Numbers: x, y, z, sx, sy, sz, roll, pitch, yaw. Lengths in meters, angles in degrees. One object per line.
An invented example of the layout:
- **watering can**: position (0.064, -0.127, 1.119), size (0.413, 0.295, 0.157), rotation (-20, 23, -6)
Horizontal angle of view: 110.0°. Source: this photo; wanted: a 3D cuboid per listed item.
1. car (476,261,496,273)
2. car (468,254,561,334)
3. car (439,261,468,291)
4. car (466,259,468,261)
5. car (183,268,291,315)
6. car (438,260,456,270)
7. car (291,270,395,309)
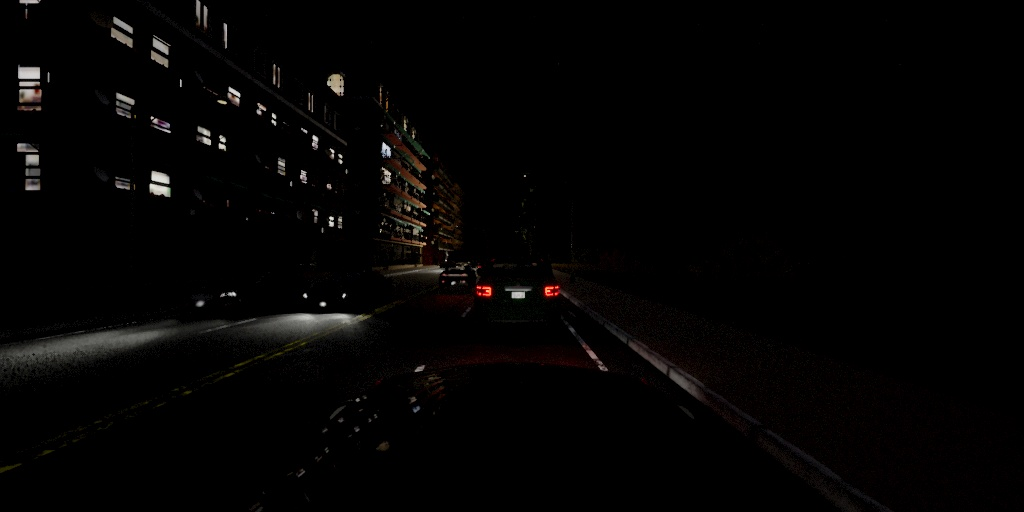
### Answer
- **car**: position (-3.139, 1.300, 44.177), size (2.033, 1.411, 5.357), rotation (0, 0, 0)
- **car**: position (0.103, 0.973, 10.755), size (2.150, 2.045, 5.566), rotation (0, 0, -1)
- **car**: position (-3.147, 1.244, 21.693), size (2.128, 1.511, 4.902), rotation (0, 0, 0)
- **car**: position (-6.575, 1.257, 56.514), size (1.837, 1.490, 4.892), rotation (0, 0, 0)
- **car**: position (-9.850, 1.243, 13.780), size (2.128, 1.511, 4.902), rotation (0, 0, 0)
- **car**: position (-9.829, 1.354, 54.921), size (1.895, 1.301, 4.718), rotation (0, 0, 0)
- **car**: position (-6.601, 1.300, 15.174), size (2.033, 1.411, 5.357), rotation (0, 0, 0)
